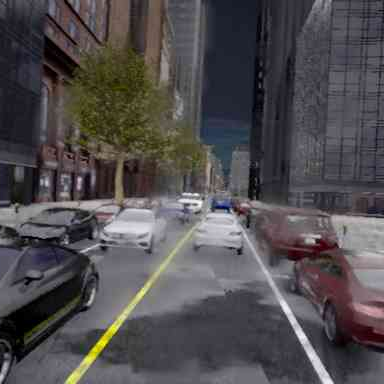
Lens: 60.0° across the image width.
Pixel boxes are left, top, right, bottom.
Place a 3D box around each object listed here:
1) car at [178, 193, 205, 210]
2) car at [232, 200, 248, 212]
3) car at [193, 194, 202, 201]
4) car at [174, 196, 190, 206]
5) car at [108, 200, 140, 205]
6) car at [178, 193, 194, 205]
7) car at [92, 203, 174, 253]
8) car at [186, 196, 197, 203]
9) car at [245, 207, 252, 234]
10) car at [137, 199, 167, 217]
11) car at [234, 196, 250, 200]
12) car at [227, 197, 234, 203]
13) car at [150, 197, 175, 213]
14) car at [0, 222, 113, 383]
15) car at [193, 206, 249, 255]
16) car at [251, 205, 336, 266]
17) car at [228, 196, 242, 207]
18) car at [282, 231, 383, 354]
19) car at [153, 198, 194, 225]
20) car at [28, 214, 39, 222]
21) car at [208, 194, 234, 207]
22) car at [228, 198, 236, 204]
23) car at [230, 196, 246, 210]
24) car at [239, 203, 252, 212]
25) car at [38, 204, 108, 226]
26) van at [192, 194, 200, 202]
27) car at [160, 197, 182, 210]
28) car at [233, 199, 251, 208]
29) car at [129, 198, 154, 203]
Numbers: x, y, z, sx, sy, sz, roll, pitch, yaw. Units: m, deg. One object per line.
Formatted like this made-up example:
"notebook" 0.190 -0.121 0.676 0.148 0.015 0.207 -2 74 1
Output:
"car" -0.203 1.157 34.073 2.150 2.045 5.566 3 0 6
"car" 6.505 1.865 45.543 1.947 1.339 4.313 3 0 5
"car" 1.477 1.486 85.622 1.967 1.590 4.097 3 0 5
"car" -1.481 1.405 51.914 1.887 1.381 4.507 3 0 5
"car" -4.437 1.304 18.207 1.802 1.307 4.206 3 0 5
"car" -0.975 1.201 57.532 2.192 1.841 5.009 3 0 5
"car" -2.108 1.383 13.229 1.812 1.442 4.674 3 0 5
"car" -0.005 1.521 68.767 1.802 1.307 4.206 3 0 5
"car" 4.043 1.753 17.458 1.947 1.339 4.313 3 0 5
"car" -3.452 1.344 29.443 1.802 1.307 4.206 3 0 5
"car" 6.027 1.589 39.927 2.192 1.841 5.009 3 0 5
"car" 10.442 2.093 90.481 1.887 1.381 4.507 3 0 5
"car" -2.971 1.309 34.890 1.752 1.417 4.829 3 0 5
"car" -2.860 1.397 4.708 1.994 1.385 4.181 3 0 5
"car" 1.116 1.558 13.715 1.812 1.442 4.674 3 0 5
"car" 3.565 1.484 11.841 2.192 1.841 5.009 3 0 5
"car" 7.997 1.692 62.396 2.192 1.841 5.009 3 0 5
"car" 3.057 1.735 6.223 1.802 1.307 4.206 3 0 5
"car" -1.204 1.417 23.484 1.812 1.442 4.674 3 0 5
"car" -5.422 1.254 6.970 1.947 1.339 4.313 3 0 5
"car" 3.326 1.351 38.430 2.150 2.045 5.566 3 0 5
"car" 9.456 2.055 79.246 1.802 1.307 4.206 3 0 5
"car" 7.012 1.640 51.160 2.192 1.841 5.009 3 0 5
"car" 4.536 1.772 23.074 1.947 1.339 4.313 3 0 5
"car" -4.929 1.269 12.589 1.947 1.339 4.313 3 0 5
"van" 0.991 1.350 80.004 1.690 1.788 3.998 3 0 5
"car" -2.467 1.375 40.679 1.947 1.339 4.313 3 0 5
"car" 5.521 1.794 34.309 1.887 1.381 4.507 3 0 5
"car" -3.937 1.181 23.824 1.967 1.590 4.097 3 0 5
